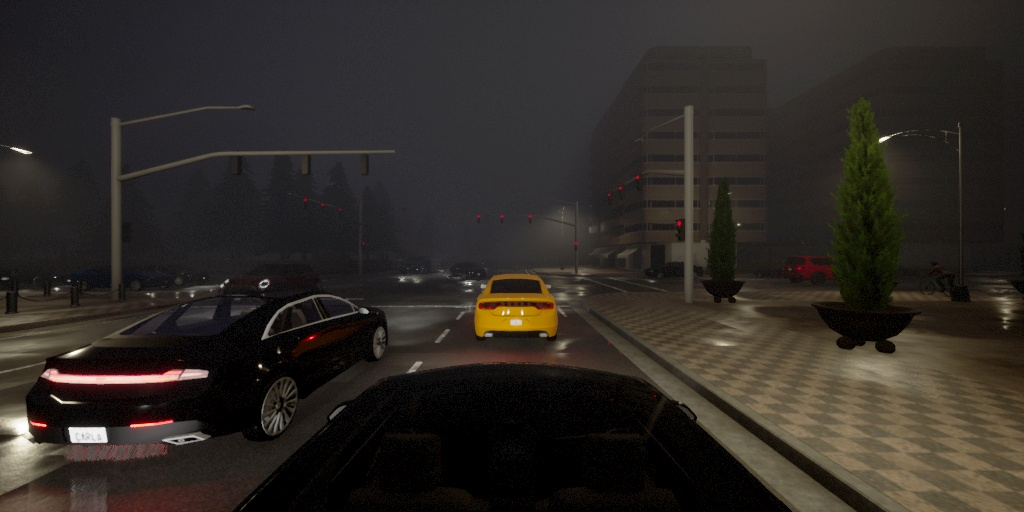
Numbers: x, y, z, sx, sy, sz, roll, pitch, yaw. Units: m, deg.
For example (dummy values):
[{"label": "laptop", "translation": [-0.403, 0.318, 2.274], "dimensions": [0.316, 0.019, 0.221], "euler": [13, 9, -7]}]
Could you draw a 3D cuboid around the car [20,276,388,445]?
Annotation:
[{"label": "car", "translation": [-3.424, 1.241, 5.339], "dimensions": [2.128, 1.511, 4.902], "euler": [0, 0, 0]}]

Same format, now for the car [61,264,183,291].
[{"label": "car", "translation": [-23.438, 1.280, 21.699], "dimensions": [5.008, 1.535, 1.882], "euler": [0, 0, 0]}]

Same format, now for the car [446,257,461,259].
[{"label": "car", "translation": [-6.782, 1.234, 46.309], "dimensions": [2.128, 1.511, 4.902], "euler": [0, 0, 3]}]

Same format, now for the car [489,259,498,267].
[{"label": "car", "translation": [-4.644, 1.218, 60.989], "dimensions": [1.882, 1.535, 5.008], "euler": [0, 0, 20]}]

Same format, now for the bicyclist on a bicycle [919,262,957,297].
[{"label": "bicyclist on a bicycle", "translation": [20.283, 1.104, 17.043], "dimensions": [0.582, 1.620, 1.656], "euler": [0, 0, 0]}]

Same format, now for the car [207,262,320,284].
[{"label": "car", "translation": [-10.564, 1.099, 16.039], "dimensions": [2.097, 1.767, 4.553], "euler": [0, 0, 0]}]

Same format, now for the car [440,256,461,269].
[{"label": "car", "translation": [-9.442, 0.962, 56.149], "dimensions": [2.150, 2.045, 5.566], "euler": [0, 0, 10]}]

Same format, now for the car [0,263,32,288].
[{"label": "car", "translation": [-33.373, 1.024, 21.671], "dimensions": [5.566, 2.045, 2.150], "euler": [0, 0, 0]}]

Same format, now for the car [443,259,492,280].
[{"label": "car", "translation": [-4.004, 1.280, 31.321], "dimensions": [1.837, 1.490, 4.892], "euler": [-2, 1, -32]}]

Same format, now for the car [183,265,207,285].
[{"label": "car", "translation": [-24.023, 1.307, 25.209], "dimensions": [4.892, 1.490, 1.837], "euler": [0, 0, 1]}]

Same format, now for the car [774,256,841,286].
[{"label": "car", "translation": [22.293, 1.023, 25.340], "dimensions": [5.566, 2.045, 2.150], "euler": [0, 0, -1]}]

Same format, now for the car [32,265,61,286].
[{"label": "car", "translation": [-33.765, 1.349, 25.168], "dimensions": [5.357, 1.411, 2.033], "euler": [0, 0, 0]}]

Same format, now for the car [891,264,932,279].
[{"label": "car", "translation": [34.915, 1.401, 32.560], "dimensions": [4.718, 1.301, 1.895], "euler": [0, 0, 0]}]

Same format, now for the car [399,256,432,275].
[{"label": "car", "translation": [-10.590, 0.965, 39.982], "dimensions": [2.150, 2.045, 5.566], "euler": [0, 0, 5]}]

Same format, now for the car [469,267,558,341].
[{"label": "car", "translation": [0.104, 1.226, 9.922], "dimensions": [1.882, 1.535, 5.008], "euler": [0, 0, 0]}]

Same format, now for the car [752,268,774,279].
[{"label": "car", "translation": [24.715, 1.401, 32.539], "dimensions": [4.718, 1.301, 1.895], "euler": [0, 0, 0]}]

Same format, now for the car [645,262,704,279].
[{"label": "car", "translation": [14.639, 1.278, 32.510], "dimensions": [5.008, 1.535, 1.882], "euler": [0, 0, 0]}]
